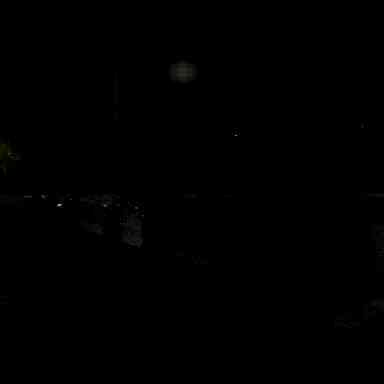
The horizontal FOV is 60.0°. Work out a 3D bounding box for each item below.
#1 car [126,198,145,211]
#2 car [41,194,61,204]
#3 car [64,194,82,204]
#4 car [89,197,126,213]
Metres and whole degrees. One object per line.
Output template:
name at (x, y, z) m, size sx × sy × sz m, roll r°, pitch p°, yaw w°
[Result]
car at (-6.834, 1.297, 35.212) m, size 1.895 × 1.301 × 4.718 m, roll 1°, pitch 0°, yaw -35°
car at (-21.073, 1.102, 49.833) m, size 1.994 × 1.385 × 4.181 m, roll 1°, pitch -1°, yaw -35°
car at (-18.670, 1.120, 52.072) m, size 1.837 × 1.490 × 4.892 m, roll 1°, pitch -1°, yaw -35°
car at (-8.378, 1.180, 31.751) m, size 1.812 × 1.442 × 4.674 m, roll 1°, pitch 0°, yaw -35°
